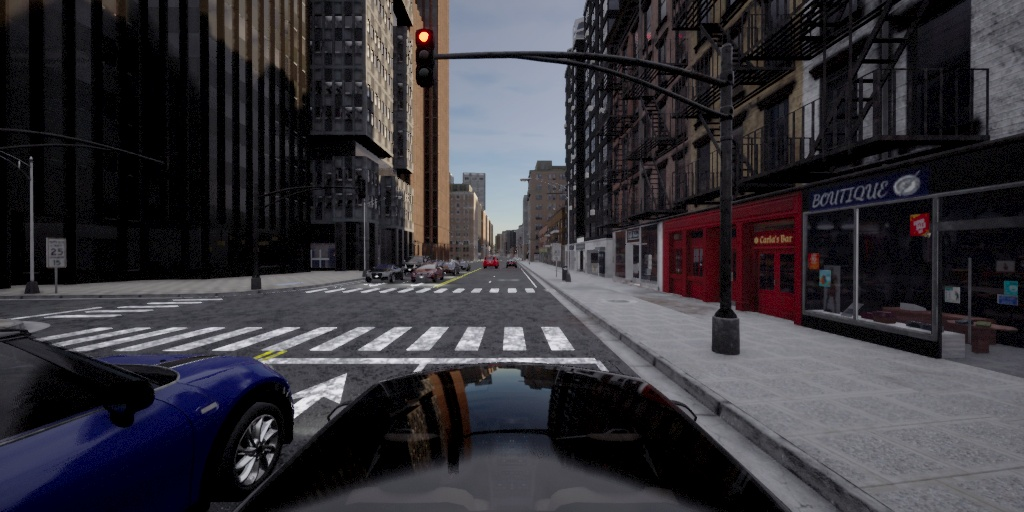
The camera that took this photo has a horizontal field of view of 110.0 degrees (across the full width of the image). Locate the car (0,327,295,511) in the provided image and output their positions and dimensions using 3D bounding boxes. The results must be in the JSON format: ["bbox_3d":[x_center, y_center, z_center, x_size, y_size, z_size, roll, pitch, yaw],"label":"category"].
[{"bbox_3d":[-3.146,1.102,1.601,2.097,1.767,4.553,0,0,0],"label":"car"}]

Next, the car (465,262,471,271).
[{"bbox_3d":[-6.728,1.328,48.388,1.994,1.385,4.181,0,0,0],"label":"car"}]

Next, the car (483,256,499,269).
[{"bbox_3d":[-3.423,0.989,58.060,2.150,2.045,5.566,0,0,0],"label":"car"}]

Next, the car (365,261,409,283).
[{"bbox_3d":[-9.915,1.320,28.338,1.994,1.385,4.181,0,0,1],"label":"car"}]

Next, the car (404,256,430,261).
[{"bbox_3d":[-9.952,0.982,37.673,2.150,2.045,5.566,0,0,0],"label":"car"}]

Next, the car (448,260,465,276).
[{"bbox_3d":[-6.705,1.308,38.428,2.033,1.411,5.357,0,0,0],"label":"car"}]

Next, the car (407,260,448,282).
[{"bbox_3d":[-6.675,1.282,28.747,1.812,1.442,4.674,0,0,0],"label":"car"}]

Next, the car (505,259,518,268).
[{"bbox_3d":[-0.086,1.273,61.844,1.837,1.490,4.892,0,0,0],"label":"car"}]
